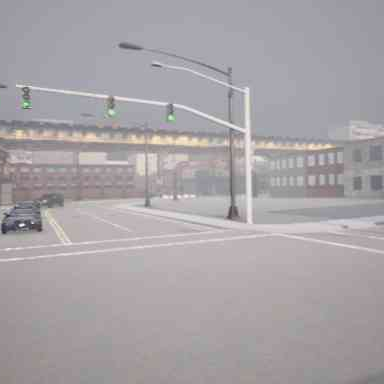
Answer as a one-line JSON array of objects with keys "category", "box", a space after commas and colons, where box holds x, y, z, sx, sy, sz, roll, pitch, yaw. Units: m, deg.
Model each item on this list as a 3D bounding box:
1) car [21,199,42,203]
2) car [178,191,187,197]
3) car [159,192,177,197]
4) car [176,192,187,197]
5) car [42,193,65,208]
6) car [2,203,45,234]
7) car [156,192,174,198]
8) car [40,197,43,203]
[{"category": "car", "box": [-14.359, 1.621, 28.869, 1.994, 1.385, 4.181, -2, 1, -25]}, {"category": "car", "box": [-2.554, 0.514, 87.489, 1.853, 1.218, 4.536, -1, 1, 6]}, {"category": "car", "box": [-6.276, 0.592, 88.110, 4.536, 1.218, 1.853, -1, 1, 36]}, {"category": "car", "box": [-2.555, 0.672, 87.438, 2.038, 1.542, 4.974, -1, 1, 6]}, {"category": "car", "box": [-20.636, 1.228, 48.503, 2.150, 2.045, 5.566, -1, 1, 4]}, {"category": "car", "box": [-10.062, 1.613, 19.835, 1.994, 1.385, 4.181, -2, 1, -26]}, {"category": "car", "box": [-6.230, 0.749, 88.081, 4.974, 1.542, 2.038, -1, 1, 36]}, {"category": "car", "box": [-18.760, 1.612, 38.290, 2.033, 1.411, 5.357, -2, 1, -21]}]
